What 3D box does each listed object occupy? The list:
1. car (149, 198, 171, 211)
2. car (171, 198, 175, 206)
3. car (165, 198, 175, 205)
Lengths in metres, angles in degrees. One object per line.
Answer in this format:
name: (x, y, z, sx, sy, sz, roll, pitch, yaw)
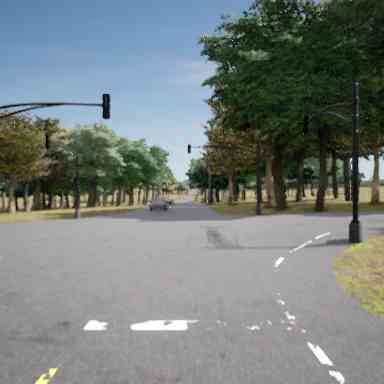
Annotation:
car: (-4.151, 1.488, 42.008, 2.097, 1.767, 4.553, 0, -1, -1)
car: (-4.483, 1.956, 60.492, 1.895, 1.301, 4.718, 0, -1, -1)
car: (-4.740, 2.114, 72.568, 2.033, 1.411, 5.357, 0, -1, -1)
